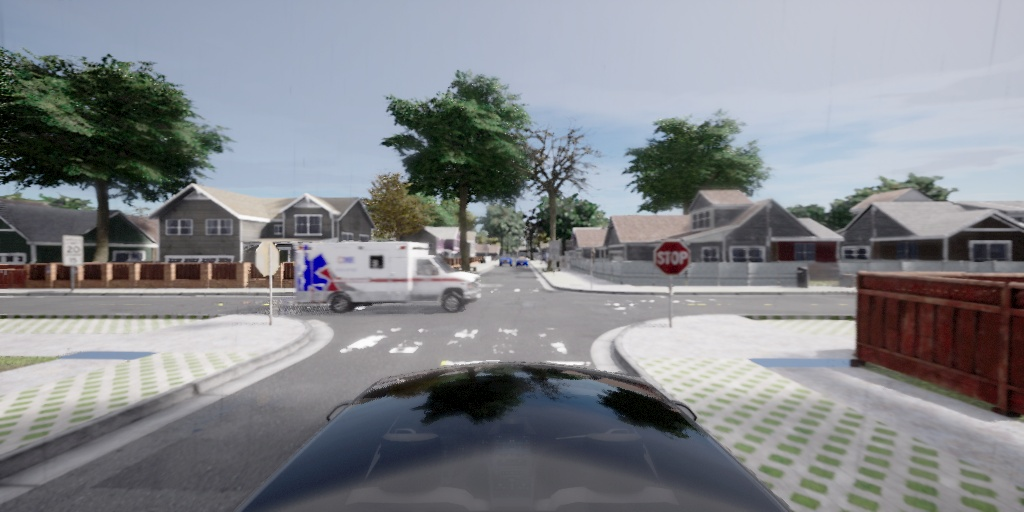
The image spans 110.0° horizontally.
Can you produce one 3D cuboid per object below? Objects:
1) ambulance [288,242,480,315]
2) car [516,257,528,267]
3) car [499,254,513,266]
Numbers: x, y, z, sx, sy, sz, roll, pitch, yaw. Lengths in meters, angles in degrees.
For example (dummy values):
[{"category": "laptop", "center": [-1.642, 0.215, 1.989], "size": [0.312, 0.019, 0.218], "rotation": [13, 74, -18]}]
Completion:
[{"category": "ambulance", "center": [-4.394, 0.750, 13.090], "size": [6.366, 2.431, 2.351], "rotation": [0, 0, 2]}, {"category": "car", "center": [1.606, 1.012, 58.125], "size": [1.882, 1.535, 5.008], "rotation": [0, 0, 2]}, {"category": "car", "center": [-1.025, 0.740, 62.341], "size": [2.150, 2.045, 5.566], "rotation": [0, 0, 2]}]
